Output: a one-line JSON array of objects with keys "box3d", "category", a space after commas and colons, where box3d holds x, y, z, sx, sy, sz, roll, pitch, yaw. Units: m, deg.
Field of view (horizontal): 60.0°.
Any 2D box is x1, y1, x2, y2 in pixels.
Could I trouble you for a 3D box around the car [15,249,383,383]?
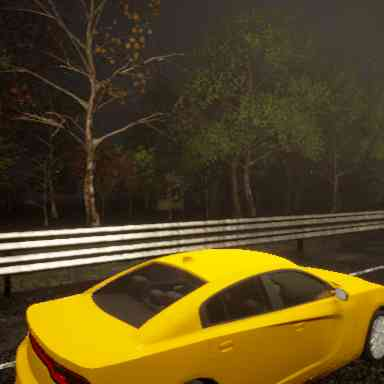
[{"box3d": [0.623, 1.487, 4.182, 5.008, 1.535, 1.882, 0, 0, -35], "category": "car"}]
